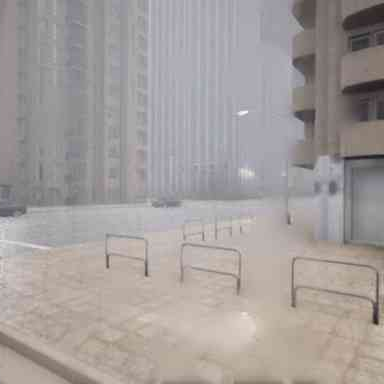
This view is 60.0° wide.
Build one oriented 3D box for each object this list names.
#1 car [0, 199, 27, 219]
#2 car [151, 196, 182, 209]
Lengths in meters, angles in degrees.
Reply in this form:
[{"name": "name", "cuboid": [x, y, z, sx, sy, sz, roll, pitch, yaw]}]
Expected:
[{"name": "car", "cuboid": [-15.228, 1.347, 25.392, 1.837, 1.490, 4.892, 1, 1, 35]}, {"name": "car", "cuboid": [-3.200, 1.346, 42.702, 1.837, 1.490, 4.892, 1, 0, 35]}]
